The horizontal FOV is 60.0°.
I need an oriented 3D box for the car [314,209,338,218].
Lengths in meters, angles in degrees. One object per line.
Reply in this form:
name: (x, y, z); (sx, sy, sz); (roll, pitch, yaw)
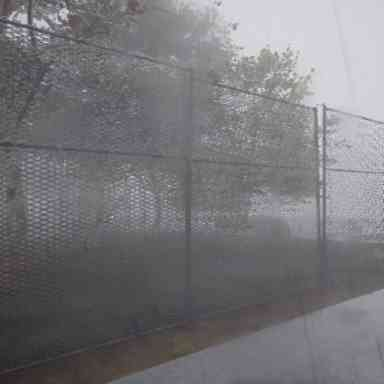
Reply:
car: (34.885, 5.512, 86.645); (5.566, 2.045, 2.435); (1, 0, 36)

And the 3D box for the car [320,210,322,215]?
car: (32.403, 5.570, 84.962); (4.553, 1.767, 2.185); (1, 0, 36)
